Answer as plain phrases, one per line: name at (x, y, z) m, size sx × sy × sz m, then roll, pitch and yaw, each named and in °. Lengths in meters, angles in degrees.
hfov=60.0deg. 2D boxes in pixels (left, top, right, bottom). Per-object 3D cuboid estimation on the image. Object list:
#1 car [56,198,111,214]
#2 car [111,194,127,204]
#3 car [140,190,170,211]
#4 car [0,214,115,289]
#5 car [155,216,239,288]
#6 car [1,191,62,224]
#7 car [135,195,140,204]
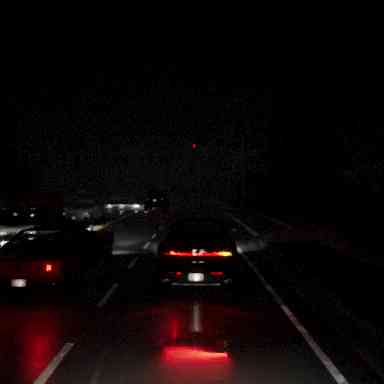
car at (-7.141, 1.263, 22.375) m, size 1.812 × 1.442 × 4.674 m, roll 0°, pitch 1°, yaw 0°
car at (-10.615, 0.964, 48.016) m, size 1.812 × 1.442 × 4.674 m, roll 0°, pitch 1°, yaw 0°
car at (-3.461, 0.828, 33.537) m, size 2.150 × 2.045 × 5.566 m, roll 0°, pitch 1°, yaw 0°
car at (-3.429, 1.496, 8.819) m, size 1.895 × 1.301 × 4.718 m, roll 0°, pitch 1°, yaw 0°
car at (0.179, 1.398, 8.937) m, size 1.837 × 1.490 × 4.892 m, roll 0°, pitch 0°, yaw 2°
car at (-10.642, 0.954, 22.780) m, size 2.150 × 2.045 × 5.566 m, roll 0°, pitch 1°, yaw 0°
car at (-7.109, 1.032, 48.660) m, size 1.895 × 1.301 × 4.718 m, roll 0°, pitch 1°, yaw 0°
